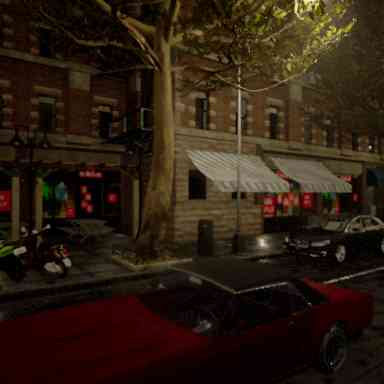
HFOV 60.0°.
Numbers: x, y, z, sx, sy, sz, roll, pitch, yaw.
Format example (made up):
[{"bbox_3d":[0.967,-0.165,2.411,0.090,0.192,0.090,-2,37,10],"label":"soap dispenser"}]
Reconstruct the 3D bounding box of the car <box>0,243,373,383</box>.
[{"bbox_3d":[0.149,1.612,4.085,4.718,1.301,1.895,0,0,-35],"label":"car"}]

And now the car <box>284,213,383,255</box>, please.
[{"bbox_3d":[5.397,1.536,12.092,4.892,1.521,2.231,0,0,-35],"label":"car"}]
